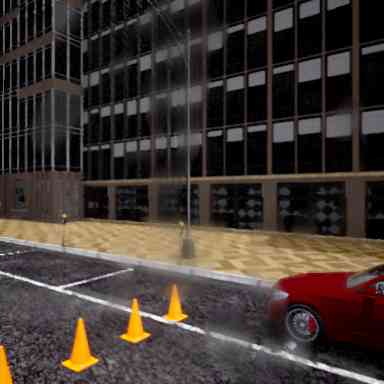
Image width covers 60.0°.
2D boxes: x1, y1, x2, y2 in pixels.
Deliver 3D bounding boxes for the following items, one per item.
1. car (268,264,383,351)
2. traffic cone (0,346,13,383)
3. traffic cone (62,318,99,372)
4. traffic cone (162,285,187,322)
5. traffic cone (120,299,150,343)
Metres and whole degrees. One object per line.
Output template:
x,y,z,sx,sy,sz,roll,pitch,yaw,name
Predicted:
3.201,1.606,4.707,4.206,1.307,1.802,0,0,36,car
-2.065,1.968,3.604,0.340,0.580,0.340,0,0,36,traffic cone
-1.482,1.972,4.416,0.340,0.580,0.340,0,0,36,traffic cone
-0.315,1.980,6.041,0.340,0.580,0.340,0,0,36,traffic cone
-0.898,1.976,5.228,0.340,0.580,0.340,0,0,36,traffic cone
